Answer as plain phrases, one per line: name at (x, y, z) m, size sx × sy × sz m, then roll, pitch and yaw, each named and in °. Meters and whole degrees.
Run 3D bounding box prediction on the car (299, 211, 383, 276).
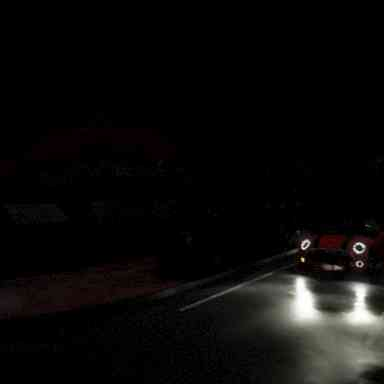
car at (5.413, 1.693, 11.662) m, size 2.097 × 1.767 × 4.553 m, roll -3°, pitch -3°, yaw 38°
